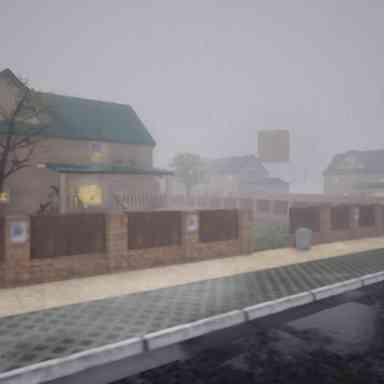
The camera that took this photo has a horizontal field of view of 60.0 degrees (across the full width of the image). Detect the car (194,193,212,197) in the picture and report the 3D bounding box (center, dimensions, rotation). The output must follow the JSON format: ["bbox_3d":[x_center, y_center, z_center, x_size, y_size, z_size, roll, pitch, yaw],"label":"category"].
[{"bbox_3d":[1.281,0.946,49.620,1.882,1.535,5.008,-1,2,-34],"label":"car"}]
